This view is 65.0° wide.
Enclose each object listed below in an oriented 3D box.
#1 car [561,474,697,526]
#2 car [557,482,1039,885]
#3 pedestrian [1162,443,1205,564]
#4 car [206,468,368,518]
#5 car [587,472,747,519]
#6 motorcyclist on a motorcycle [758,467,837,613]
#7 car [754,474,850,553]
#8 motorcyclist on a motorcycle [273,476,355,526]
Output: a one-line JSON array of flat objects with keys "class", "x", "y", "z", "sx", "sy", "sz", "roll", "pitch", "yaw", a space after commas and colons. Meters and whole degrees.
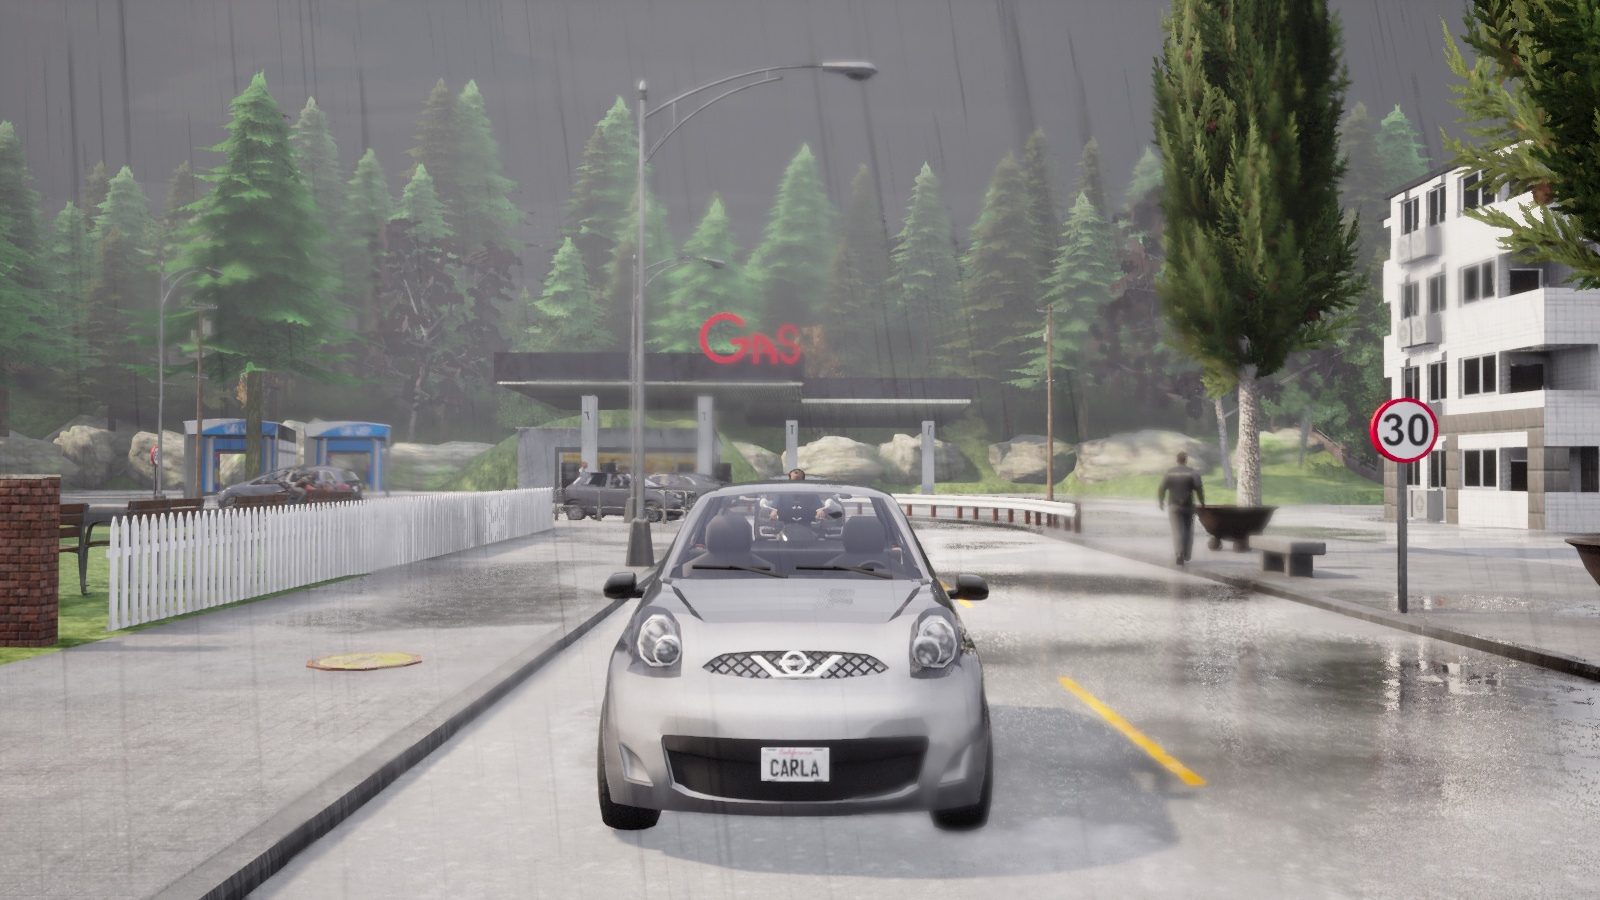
[{"class": "car", "x": -5.137, "y": 1.486, "z": 37.936, "sx": 3.633, "sy": 1.501, "sz": 1.845, "roll": -1, "pitch": -1, "yaw": 17}, {"class": "car", "x": -0.012, "y": 0.940, "z": 6.633, "sx": 1.845, "sy": 1.501, "sz": 3.633, "roll": 0, "pitch": -1, "yaw": 0}, {"class": "pedestrian", "x": 6.127, "y": 0.836, "z": 20.043, "sx": 0.563, "sy": 1.883, "sz": 0.849, "roll": -1, "pitch": -1, "yaw": 23}, {"class": "car", "x": -17.414, "y": 1.446, "z": 42.813, "sx": 4.611, "sy": 1.667, "sz": 2.242, "roll": 0, "pitch": -1, "yaw": 0}, {"class": "car", "x": -4.454, "y": 1.495, "z": 42.067, "sx": 4.902, "sy": 1.511, "sz": 2.128, "roll": -1, "pitch": -1, "yaw": 24}, {"class": "motorcyclist on a motorcycle", "x": -0.029, "y": 1.013, "z": 14.684, "sx": 0.866, "sy": 1.590, "sz": 1.817, "roll": 0, "pitch": -2, "yaw": 0}, {"class": "car", "x": -0.030, "y": 1.265, "z": 26.578, "sx": 1.837, "sy": 1.490, "sz": 4.892, "roll": 0, "pitch": -1, "yaw": -2}, {"class": "motorcyclist on a motorcycle", "x": -15.007, "y": 1.560, "z": 38.814, "sx": 2.191, "sy": 1.530, "sz": 0.866, "roll": 0, "pitch": -1, "yaw": 0}]
